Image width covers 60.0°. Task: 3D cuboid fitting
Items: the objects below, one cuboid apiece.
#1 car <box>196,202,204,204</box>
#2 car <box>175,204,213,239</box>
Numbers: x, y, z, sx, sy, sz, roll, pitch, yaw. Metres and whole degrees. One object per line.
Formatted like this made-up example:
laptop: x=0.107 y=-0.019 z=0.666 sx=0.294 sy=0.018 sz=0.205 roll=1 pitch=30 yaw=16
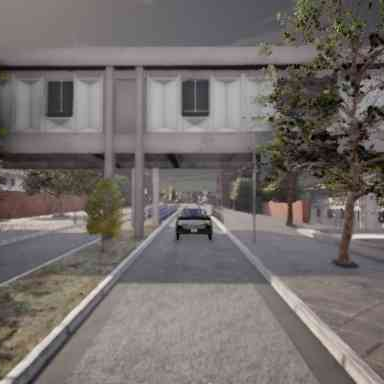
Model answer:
car: x=0.098 y=2.078 z=36.377 sx=1.895 sy=1.301 sz=4.718 roll=0 pitch=-1 yaw=0
car: x=0.103 y=1.625 z=18.056 sx=2.128 sy=1.511 sz=4.902 roll=0 pitch=-1 yaw=0
